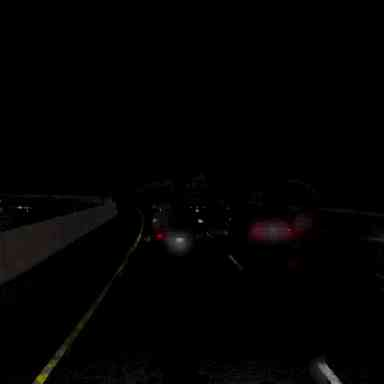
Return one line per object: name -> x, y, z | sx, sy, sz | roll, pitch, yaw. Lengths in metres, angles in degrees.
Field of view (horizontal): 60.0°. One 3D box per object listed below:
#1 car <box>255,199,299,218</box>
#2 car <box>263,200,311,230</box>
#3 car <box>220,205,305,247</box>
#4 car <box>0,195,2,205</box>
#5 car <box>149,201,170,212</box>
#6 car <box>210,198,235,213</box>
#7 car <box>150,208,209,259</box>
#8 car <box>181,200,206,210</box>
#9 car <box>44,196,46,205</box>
car -> 7.817, 1.479, 31.194 | 2.033, 1.411, 5.357 | 0, 0, -9
car -> 5.752, 1.479, 20.707 | 1.812, 1.442, 4.674 | 0, 0, -6
car -> 2.845, 1.516, 14.910 | 2.033, 1.411, 5.357 | 0, 0, -5
car -> -29.836, 1.292, 51.476 | 2.097, 1.767, 4.553 | 0, 0, -18
car -> -3.459, 1.540, 34.494 | 1.895, 1.301, 4.718 | 0, 0, -11
car -> 3.274, 1.418, 36.400 | 2.128, 1.511, 4.902 | 0, 0, -11
car -> -0.523, 1.541, 12.604 | 1.994, 1.385, 4.181 | 0, 0, -4
car -> 0.070, 1.535, 34.675 | 1.895, 1.301, 4.718 | 0, 0, -11
car -> -23.456, 1.404, 54.464 | 1.882, 1.535, 5.008 | 0, 0, -19
